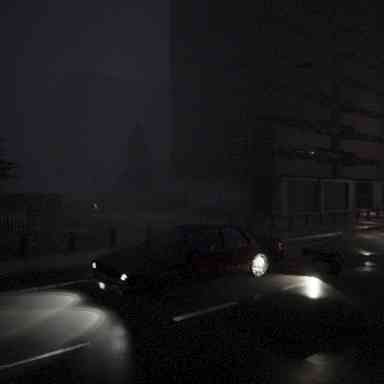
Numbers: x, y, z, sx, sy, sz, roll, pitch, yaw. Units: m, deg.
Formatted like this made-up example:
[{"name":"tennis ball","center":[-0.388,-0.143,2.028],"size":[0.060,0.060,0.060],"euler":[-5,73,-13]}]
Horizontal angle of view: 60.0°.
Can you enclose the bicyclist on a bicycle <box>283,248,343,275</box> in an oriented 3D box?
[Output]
[{"name":"bicyclist on a bicycle","center":[3.529,1.905,9.169],"size":[1.656,0.582,1.620],"euler":[-13,6,-17]}]

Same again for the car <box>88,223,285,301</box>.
[{"name":"car","center":[0.189,1.547,8.580],"size":[5.357,1.411,2.033],"euler":[0,0,-39]}]
